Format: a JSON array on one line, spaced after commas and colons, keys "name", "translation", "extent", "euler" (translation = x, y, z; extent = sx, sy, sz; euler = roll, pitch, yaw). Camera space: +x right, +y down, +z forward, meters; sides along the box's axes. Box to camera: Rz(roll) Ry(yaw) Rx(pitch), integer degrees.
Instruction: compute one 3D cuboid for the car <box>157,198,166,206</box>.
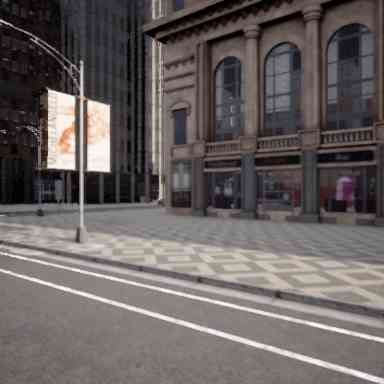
[{"name": "car", "translation": [-3.401, 1.497, 50.441], "extent": [1.994, 1.385, 4.181], "euler": [0, 0, 36]}]
